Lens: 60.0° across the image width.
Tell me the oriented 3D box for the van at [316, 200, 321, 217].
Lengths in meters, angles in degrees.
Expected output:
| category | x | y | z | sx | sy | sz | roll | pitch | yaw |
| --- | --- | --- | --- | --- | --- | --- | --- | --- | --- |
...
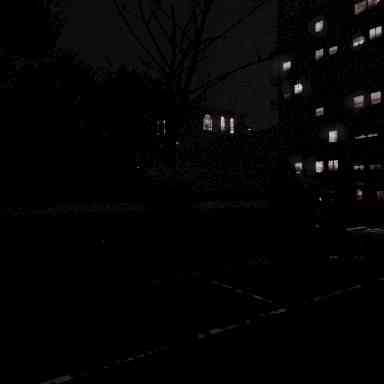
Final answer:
| category | x | y | z | sx | sy | sz | roll | pitch | yaw |
| --- | --- | --- | --- | --- | --- | --- | --- | --- | --- |
| van | 10.526 | 1.646 | 32.576 | 1.690 | 1.788 | 3.998 | -1 | 0 | -36 |
